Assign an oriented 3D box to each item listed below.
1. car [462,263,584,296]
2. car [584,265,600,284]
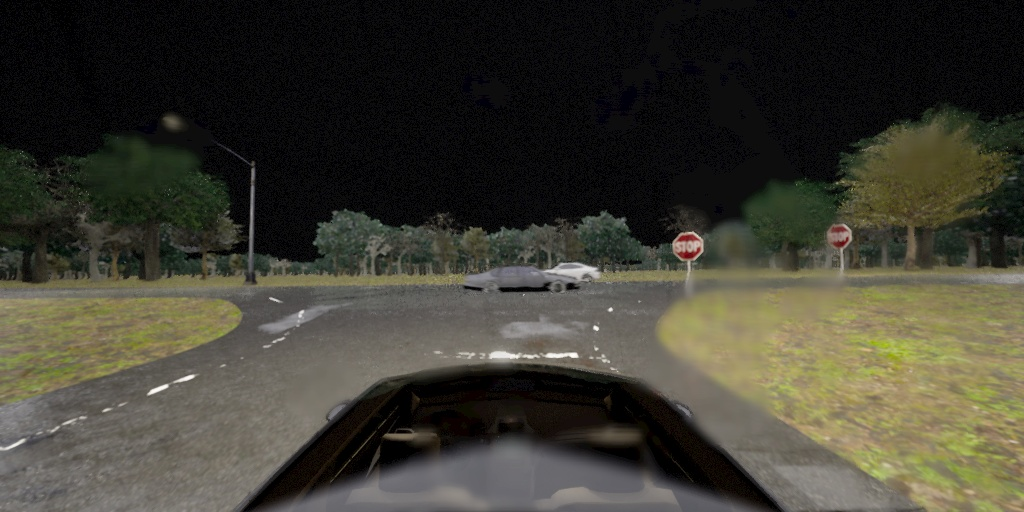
[{"bbox_3d":[0.390,1.124,16.844,5.357,1.411,2.033,0,-2,0],"label":"car"},{"bbox_3d":[3.495,1.180,23.899,4.674,1.442,1.812,-2,-2,-1],"label":"car"}]
